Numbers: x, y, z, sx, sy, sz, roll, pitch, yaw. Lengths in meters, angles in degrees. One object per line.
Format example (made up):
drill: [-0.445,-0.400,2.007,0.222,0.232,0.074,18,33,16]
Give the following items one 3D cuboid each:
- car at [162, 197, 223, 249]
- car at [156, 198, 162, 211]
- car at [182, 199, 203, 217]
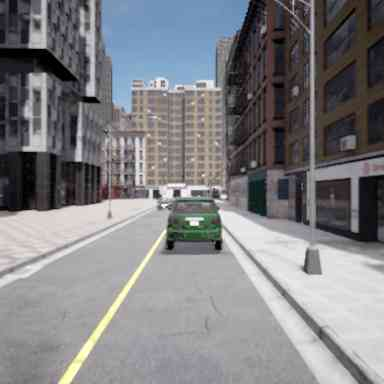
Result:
car: [0.086,1.208,14.552,2.150,2.045,5.566,0,0,0]
car: [-3.127,1.419,39.787,2.128,1.511,4.902,0,0,0]
car: [0.072,1.453,31.614,1.837,1.490,4.892,0,0,0]
